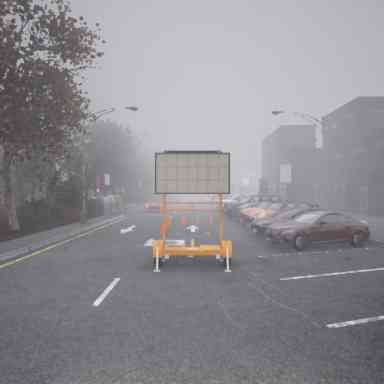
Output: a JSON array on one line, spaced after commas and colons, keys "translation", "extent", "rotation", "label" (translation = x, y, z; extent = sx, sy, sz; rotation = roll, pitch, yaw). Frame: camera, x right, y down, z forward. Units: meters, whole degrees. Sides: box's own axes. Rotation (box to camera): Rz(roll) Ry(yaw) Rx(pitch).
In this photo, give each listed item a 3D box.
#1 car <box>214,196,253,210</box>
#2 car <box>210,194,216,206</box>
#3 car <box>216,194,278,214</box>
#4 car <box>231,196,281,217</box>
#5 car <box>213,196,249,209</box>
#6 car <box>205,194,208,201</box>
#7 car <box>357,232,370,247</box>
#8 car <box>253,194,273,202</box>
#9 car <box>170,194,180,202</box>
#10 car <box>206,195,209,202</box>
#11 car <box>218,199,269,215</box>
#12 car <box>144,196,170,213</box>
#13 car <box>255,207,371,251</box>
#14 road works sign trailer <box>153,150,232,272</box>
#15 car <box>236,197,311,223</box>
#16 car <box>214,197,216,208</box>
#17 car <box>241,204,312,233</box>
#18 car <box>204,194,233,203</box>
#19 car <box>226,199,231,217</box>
[{"translation": [5.463, 1.414, 44.061], "extent": [4.553, 1.767, 2.185], "rotation": [1, 0, -20], "label": "car"}, {"translation": [5.437, 1.271, 38.048], "extent": [5.566, 2.045, 2.435], "rotation": [1, 0, -20], "label": "car"}, {"translation": [5.397, 1.252, 29.031], "extent": [5.566, 2.045, 2.435], "rotation": [1, 0, -20], "label": "car"}, {"translation": [5.407, 1.369, 23.056], "extent": [4.553, 1.767, 2.185], "rotation": [1, 0, -20], "label": "car"}, {"translation": [5.480, 1.424, 47.063], "extent": [4.553, 1.767, 2.185], "rotation": [1, 0, -20], "label": "car"}, {"translation": [5.404, 1.613, 65.027], "extent": [5.366, 1.575, 1.946], "rotation": [1, 0, -20], "label": "car"}, {"translation": [5.317, 1.487, 5.043], "extent": [4.892, 1.521, 2.231], "rotation": [1, 0, -20], "label": "car"}, {"translation": [18.624, 1.463, 87.074], "extent": [2.435, 2.045, 5.566], "rotation": [0, 0, -21], "label": "car"}, {"translation": [-3.799, 1.376, 70.685], "extent": [2.150, 2.045, 5.566], "rotation": [0, 0, 0], "label": "car"}, {"translation": [5.545, 1.583, 56.082], "extent": [5.008, 1.535, 2.097], "rotation": [1, -1, -20], "label": "car"}, {"translation": [5.414, 1.545, 35.046], "extent": [4.792, 1.488, 2.163], "rotation": [1, 0, -20], "label": "car"}, {"translation": [-3.952, 1.385, 36.593], "extent": [2.097, 1.767, 4.553], "rotation": [0, 0, 0], "label": "car"}, {"translation": [5.336, 1.528, 14.043], "extent": [4.674, 1.452, 2.002], "rotation": [1, 0, -20], "label": "car"}, {"translation": [0.018, 0.465, 10.777], "extent": [2.380, 3.560, 2.880], "rotation": [0, 0, 0], "label": "road works sign trailer"}, {"translation": [5.392, 1.366, 20.055], "extent": [4.553, 1.767, 2.185], "rotation": [1, 0, -20], "label": "car"}, {"translation": [5.251, 1.503, 31.989], "extent": [5.366, 1.575, 1.946], "rotation": [1, 0, -20], "label": "car"}, {"translation": [5.318, 1.518, 17.035], "extent": [4.792, 1.488, 2.163], "rotation": [1, 0, -20], "label": "car"}, {"translation": [5.611, 1.391, 71.120], "extent": [5.566, 2.045, 2.435], "rotation": [1, 0, -20], "label": "car"}, {"translation": [5.387, 1.538, 26.052], "extent": [4.674, 1.452, 2.002], "rotation": [1, 0, -20], "label": "car"}]
